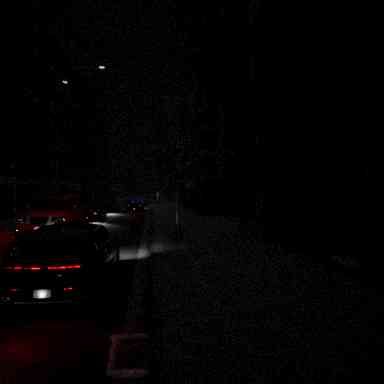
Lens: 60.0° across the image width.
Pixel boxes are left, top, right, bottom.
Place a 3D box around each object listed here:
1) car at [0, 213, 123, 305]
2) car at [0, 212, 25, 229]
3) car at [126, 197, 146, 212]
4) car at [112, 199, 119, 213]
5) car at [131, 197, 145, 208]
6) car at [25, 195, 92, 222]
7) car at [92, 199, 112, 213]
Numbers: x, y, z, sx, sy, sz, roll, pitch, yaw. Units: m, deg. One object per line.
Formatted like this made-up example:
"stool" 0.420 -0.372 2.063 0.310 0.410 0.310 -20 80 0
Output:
"car" -2.861 1.491 8.093 1.837 1.490 4.892 0 0 -7
"car" -5.584 1.323 7.124 2.097 1.767 4.553 0 0 -8
"car" -6.554 1.554 38.542 1.895 1.301 4.718 0 0 -6
"car" -9.226 1.485 36.883 2.033 1.411 5.357 0 0 -7
"car" -7.841 1.475 48.648 1.812 1.442 4.674 0 0 -7
"car" -6.786 1.182 16.678 2.150 2.045 5.566 0 0 -7
"car" -8.033 1.496 26.854 2.033 1.411 5.357 0 0 -7
